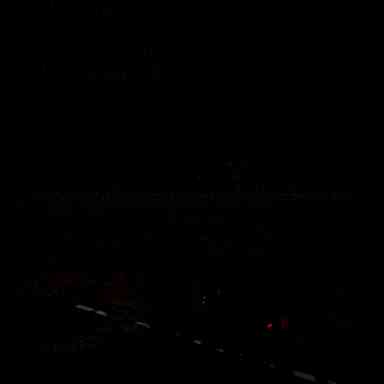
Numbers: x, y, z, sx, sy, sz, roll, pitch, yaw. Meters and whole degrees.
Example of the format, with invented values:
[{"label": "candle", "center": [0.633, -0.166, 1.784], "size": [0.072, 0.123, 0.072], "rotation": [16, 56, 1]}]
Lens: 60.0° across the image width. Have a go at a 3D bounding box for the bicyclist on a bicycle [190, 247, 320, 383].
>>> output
[{"label": "bicyclist on a bicycle", "center": [0.625, 1.475, 3.815], "size": [1.656, 1.620, 0.582], "rotation": [0, 0, 38]}]
